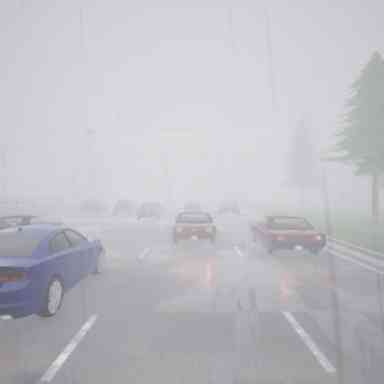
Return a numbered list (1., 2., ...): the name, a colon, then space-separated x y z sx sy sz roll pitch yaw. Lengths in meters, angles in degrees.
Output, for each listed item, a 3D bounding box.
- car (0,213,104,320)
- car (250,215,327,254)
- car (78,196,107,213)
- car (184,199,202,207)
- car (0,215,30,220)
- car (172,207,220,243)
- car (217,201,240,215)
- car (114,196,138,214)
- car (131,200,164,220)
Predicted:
1. car: -3.402 1.471 7.422 1.882 1.535 5.008 0 0 0
2. car: 3.598 1.590 13.420 1.895 1.301 4.718 0 0 0
3. car: -10.407 1.460 35.450 2.128 1.511 4.902 0 0 0
4. car: 0.092 1.496 35.147 1.812 1.442 4.674 0 0 0
5. car: -6.902 1.589 13.475 1.895 1.301 4.718 0 0 0
6. car: 0.098 1.587 15.909 1.895 1.301 4.718 0 0 0
7. car: 3.594 1.573 33.397 1.895 1.301 4.718 0 0 0
8. car: -6.907 1.474 34.963 1.837 1.490 4.892 0 0 0
9. car: -3.404 1.523 27.605 2.033 1.411 5.357 0 0 0
